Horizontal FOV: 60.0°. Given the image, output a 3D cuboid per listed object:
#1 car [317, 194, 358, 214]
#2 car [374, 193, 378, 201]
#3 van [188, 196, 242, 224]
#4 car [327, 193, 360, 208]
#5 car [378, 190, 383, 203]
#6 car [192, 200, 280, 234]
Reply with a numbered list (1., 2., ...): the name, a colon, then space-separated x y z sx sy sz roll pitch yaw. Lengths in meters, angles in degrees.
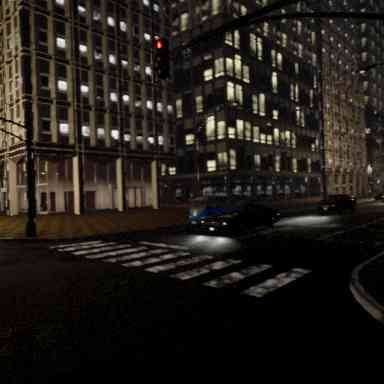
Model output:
1. car: 12.106 0.984 27.826 2.128 1.511 4.902 -2 0 43
2. car: 28.151 0.454 48.660 1.967 1.590 4.097 -2 0 43
3. van: 1.523 1.170 20.370 1.690 1.788 3.998 -2 0 43
4. car: 16.627 0.891 36.412 1.752 1.417 4.829 -2 0 43
5. car: 25.858 0.422 42.310 2.097 1.767 4.553 -2 0 43
6. car: 2.749 1.329 17.885 2.033 1.411 5.357 -2 0 43
